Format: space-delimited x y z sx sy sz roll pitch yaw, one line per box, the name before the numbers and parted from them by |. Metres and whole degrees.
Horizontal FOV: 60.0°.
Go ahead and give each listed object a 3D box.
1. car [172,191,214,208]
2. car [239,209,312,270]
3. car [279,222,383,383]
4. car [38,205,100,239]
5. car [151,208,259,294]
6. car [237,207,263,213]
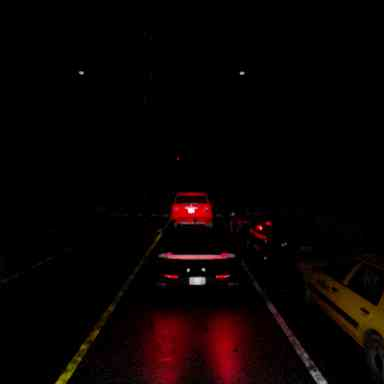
car | 0.048 0.974 18.834 2.150 2.045 5.566 0 1 2
car | 2.856 1.430 10.320 1.947 1.339 4.313 -1 1 0
car | 2.861 1.460 4.904 1.752 1.417 4.829 -1 1 0
car | -5.696 1.336 15.893 1.887 1.381 4.507 -1 1 0
car | 0.090 1.379 8.489 2.128 1.511 4.902 0 1 0
car | 2.850 1.373 15.906 1.802 1.307 4.206 -1 1 0
